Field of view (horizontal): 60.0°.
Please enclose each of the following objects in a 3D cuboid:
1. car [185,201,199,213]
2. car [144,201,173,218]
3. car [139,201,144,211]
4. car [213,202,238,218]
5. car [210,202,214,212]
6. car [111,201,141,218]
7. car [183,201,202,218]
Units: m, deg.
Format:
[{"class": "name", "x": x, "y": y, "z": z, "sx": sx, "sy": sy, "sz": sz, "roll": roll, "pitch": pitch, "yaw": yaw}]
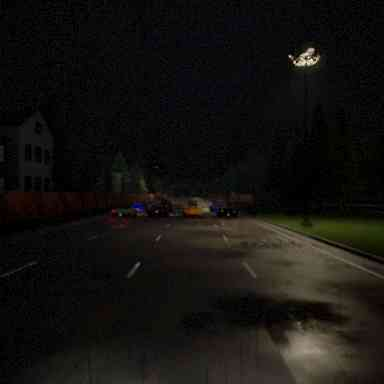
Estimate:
[{"class": "car", "x": -0.002, "y": 1.957, "z": 45.126, "sx": 1.837, "sy": 1.490, "sz": 4.892, "roll": 0, "pitch": 0, "yaw": 0}, {"class": "car", "x": -3.453, "y": 1.911, "z": 34.734, "sx": 1.994, "sy": 1.385, "sz": 4.181, "roll": 0, "pitch": -1, "yaw": 1}, {"class": "car", "x": -7.001, "y": 1.976, "z": 45.189, "sx": 1.812, "sy": 1.442, "sz": 4.674, "roll": 0, "pitch": 0, "yaw": 0}, {"class": "car", "x": 3.544, "y": 1.947, "z": 34.588, "sx": 1.895, "sy": 1.301, "sz": 4.718, "roll": 0, "pitch": -1, "yaw": 0}, {"class": "car", "x": 3.499, "y": 2.016, "z": 45.244, "sx": 1.994, "sy": 1.385, "sz": 4.181, "roll": 0, "pitch": -1, "yaw": 0}, {"class": "car", "x": -6.956, "y": 1.946, "z": 34.569, "sx": 1.895, "sy": 1.301, "sz": 4.718, "roll": 0, "pitch": -1, "yaw": 0}, {"class": "car", "x": 0.043, "y": 1.820, "z": 34.279, "sx": 1.882, "sy": 1.535, "sz": 5.008, "roll": 0, "pitch": -1, "yaw": 1}]
